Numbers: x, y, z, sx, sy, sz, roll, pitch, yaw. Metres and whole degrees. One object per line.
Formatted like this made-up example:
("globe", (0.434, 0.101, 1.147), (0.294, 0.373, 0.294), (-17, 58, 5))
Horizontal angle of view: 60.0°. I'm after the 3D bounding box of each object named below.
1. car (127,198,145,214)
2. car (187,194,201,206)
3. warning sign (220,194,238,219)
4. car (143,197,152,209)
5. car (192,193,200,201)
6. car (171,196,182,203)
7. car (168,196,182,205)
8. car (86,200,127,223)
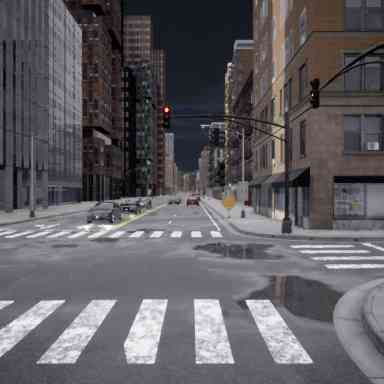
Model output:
("car", (-6.596, 1.570, 35.413), (1.994, 1.385, 4.181), (0, 0, 0))
("car", (0.110, 1.493, 54.519), (1.882, 1.535, 5.008), (0, 0, 0))
("warning sign", (2.858, 1.118, 25.685), (1.300, 1.860, 1.060), (0, 0, 0))
("car", (-6.581, 1.502, 45.387), (2.128, 1.511, 4.902), (0, 0, 0))
("car", (0.990, 1.268, 85.720), (2.150, 2.045, 5.566), (0, 0, 0))
("car", (-3.142, 1.573, 69.676), (2.033, 1.411, 5.357), (0, 0, 0))
("car", (-3.140, 1.619, 59.418), (1.895, 1.301, 4.718), (0, 0, 0))
("car", (-6.595, 1.507, 25.490), (1.837, 1.490, 4.892), (0, 0, 0))
